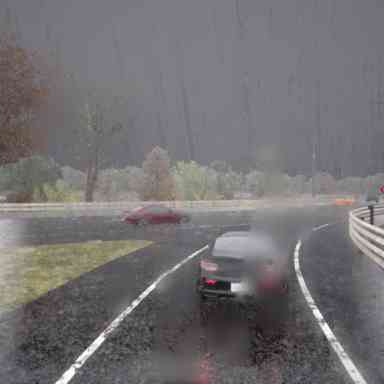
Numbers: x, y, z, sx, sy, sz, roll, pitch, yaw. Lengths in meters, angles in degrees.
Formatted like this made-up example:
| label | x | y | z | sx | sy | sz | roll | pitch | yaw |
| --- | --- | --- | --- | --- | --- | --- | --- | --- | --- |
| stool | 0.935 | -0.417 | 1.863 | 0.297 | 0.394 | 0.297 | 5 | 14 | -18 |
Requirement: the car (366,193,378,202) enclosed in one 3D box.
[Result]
| label | x | y | z | sx | sy | sz | roll | pitch | yaw |
| --- | --- | --- | --- | --- | --- | --- | --- | --- | --- |
| car | 40.931 | 1.222 | 75.522 | 2.150 | 2.045 | 5.566 | 0 | 0 | 25 |

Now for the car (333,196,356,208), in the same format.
| label | x | y | z | sx | sy | sz | roll | pitch | yaw |
| --- | --- | --- | --- | --- | --- | --- | --- | --- | --- |
| car | 22.797 | 1.348 | 49.639 | 2.097 | 1.767 | 4.553 | 0 | 0 | 44 |

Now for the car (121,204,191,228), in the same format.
| label | x | y | z | sx | sy | sz | roll | pitch | yaw |
| --- | --- | --- | --- | --- | --- | --- | --- | --- | --- |
| car | -2.327 | 1.525 | 21.914 | 4.674 | 1.442 | 1.812 | 0 | 0 | -28 |

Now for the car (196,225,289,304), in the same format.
| label | x | y | z | sx | sy | sz | roll | pitch | yaw |
| --- | --- | --- | --- | --- | --- | --- | --- | --- | --- |
| car | 1.275 | 1.525 | 8.134 | 1.812 | 1.442 | 4.674 | 0 | 0 | 11 |
